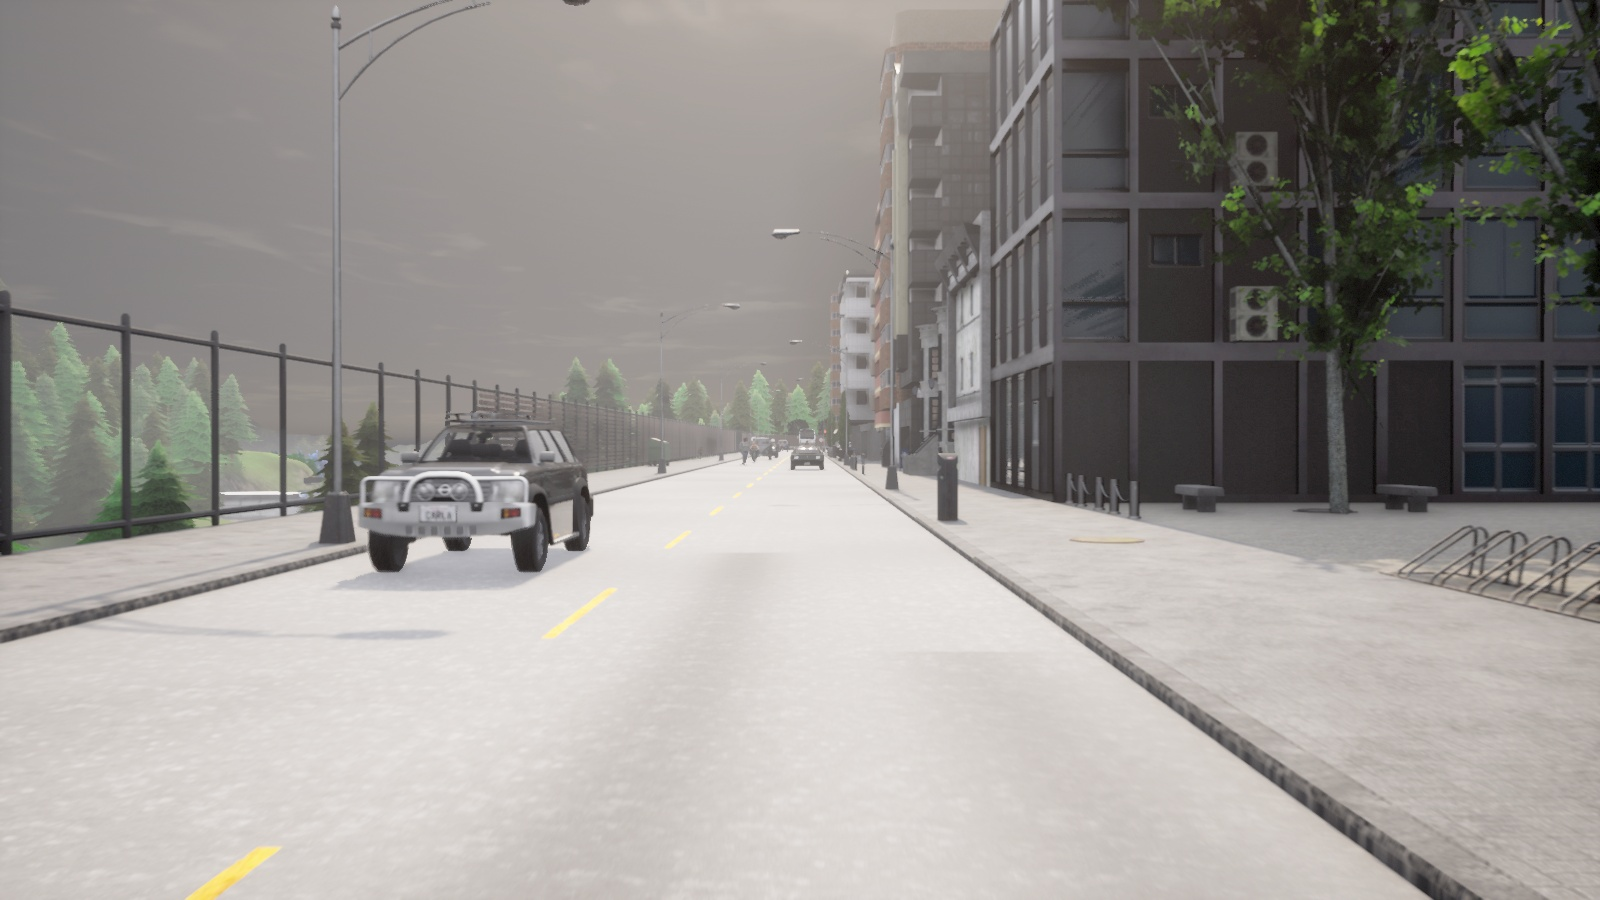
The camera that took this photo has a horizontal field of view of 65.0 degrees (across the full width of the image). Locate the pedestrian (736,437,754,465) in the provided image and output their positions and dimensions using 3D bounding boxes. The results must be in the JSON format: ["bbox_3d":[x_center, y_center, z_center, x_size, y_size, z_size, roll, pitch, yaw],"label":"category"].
[{"bbox_3d":[-3.696,0.068,84.280,0.874,1.855,0.900,0,0,-29],"label":"pedestrian"}]

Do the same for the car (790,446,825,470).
[{"bbox_3d":[0.410,0.447,71.091,1.895,1.301,4.718,0,0,0],"label":"car"}]

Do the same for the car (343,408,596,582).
[{"bbox_3d":[-3.896,0.472,15.700,1.932,1.855,4.605,0,0,0],"label":"car"}]
